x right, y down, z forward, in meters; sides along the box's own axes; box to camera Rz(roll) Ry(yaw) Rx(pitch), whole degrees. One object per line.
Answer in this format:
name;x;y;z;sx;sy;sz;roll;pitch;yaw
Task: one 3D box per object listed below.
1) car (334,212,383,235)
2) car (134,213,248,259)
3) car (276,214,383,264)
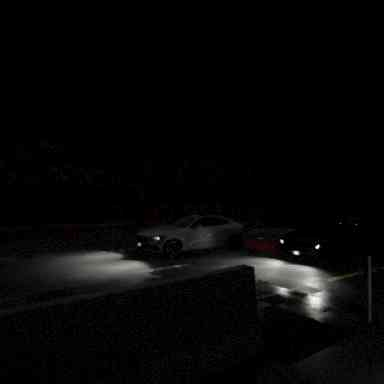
car;13.617;2.543;26.590;4.892;1.490;1.837;6;-4;-35
car;0.110;1.533;12.668;4.674;1.442;1.812;1;-1;-35
car;5.519;1.649;12.225;5.357;1.411;2.033;2;-1;-35
